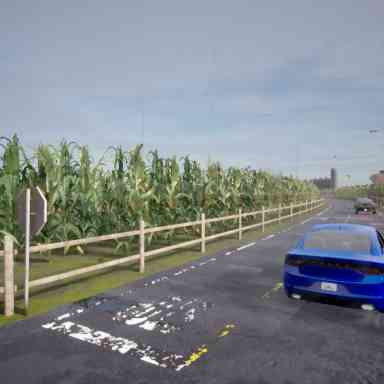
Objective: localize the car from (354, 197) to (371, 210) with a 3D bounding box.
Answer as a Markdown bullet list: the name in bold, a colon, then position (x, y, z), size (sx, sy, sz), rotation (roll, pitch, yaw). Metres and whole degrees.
- **car**: position (22.668, 1.513, 44.344), size (1.837, 1.490, 4.892), rotation (0, 0, 24)

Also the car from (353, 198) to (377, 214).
- **car**: position (18.303, 1.515, 35.154), size (1.837, 1.490, 4.892), rotation (0, 0, 27)

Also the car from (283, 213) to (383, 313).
- **car**: position (3.613, 1.481, 7.873), size (1.882, 1.535, 5.008), rotation (0, 0, 30)
